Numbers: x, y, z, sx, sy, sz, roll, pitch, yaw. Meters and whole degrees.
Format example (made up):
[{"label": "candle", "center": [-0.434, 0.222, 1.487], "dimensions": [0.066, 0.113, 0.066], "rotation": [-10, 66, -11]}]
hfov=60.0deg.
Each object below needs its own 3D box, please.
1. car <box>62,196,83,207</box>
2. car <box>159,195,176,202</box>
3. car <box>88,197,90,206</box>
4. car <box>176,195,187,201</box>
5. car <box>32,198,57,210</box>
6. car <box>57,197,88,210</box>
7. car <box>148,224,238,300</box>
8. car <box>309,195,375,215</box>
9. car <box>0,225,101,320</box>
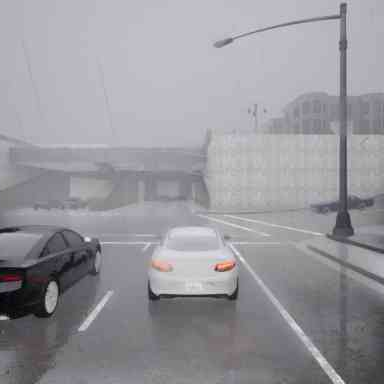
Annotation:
[{"label": "car", "center": [-18.979, 1.504, 53.044], "dimensions": [1.837, 1.490, 4.892], "rotation": [0, 0, -2]}, {"label": "car", "center": [-5.344, 1.552, 74.324], "dimensions": [1.994, 1.385, 4.181], "rotation": [0, 0, 5]}, {"label": "car", "center": [-15.439, 1.502, 51.767], "dimensions": [1.837, 1.490, 4.892], "rotation": [0, 1, -2]}, {"label": "car", "center": [-2.860, 1.552, 83.848], "dimensions": [1.994, 1.385, 4.181], "rotation": [0, 0, 27]}, {"label": "car", "center": [-18.659, 1.547, 43.083], "dimensions": [2.033, 1.411, 5.357], "rotation": [0, 0, -2]}, {"label": "car", "center": [-15.138, 1.526, 42.519], "dimensions": [1.812, 1.442, 4.674], "rotation": [0, 0, -2]}, {"label": "car", "center": [0.018, 1.526, 8.239], "dimensions": [1.812, 1.442, 4.674], "rotation": [0, 0, 0]}, {"label": "car", "center": [12.053, 1.012, 27.097], "dimensions": [4.718, 1.301, 1.895], "rotation": [-6, 0, -1]}, {"label": "car", "center": [-3.475, 1.478, 7.440], "dimensions": [1.882, 1.535, 5.008], "rotation": [0, 0, 0]}]
